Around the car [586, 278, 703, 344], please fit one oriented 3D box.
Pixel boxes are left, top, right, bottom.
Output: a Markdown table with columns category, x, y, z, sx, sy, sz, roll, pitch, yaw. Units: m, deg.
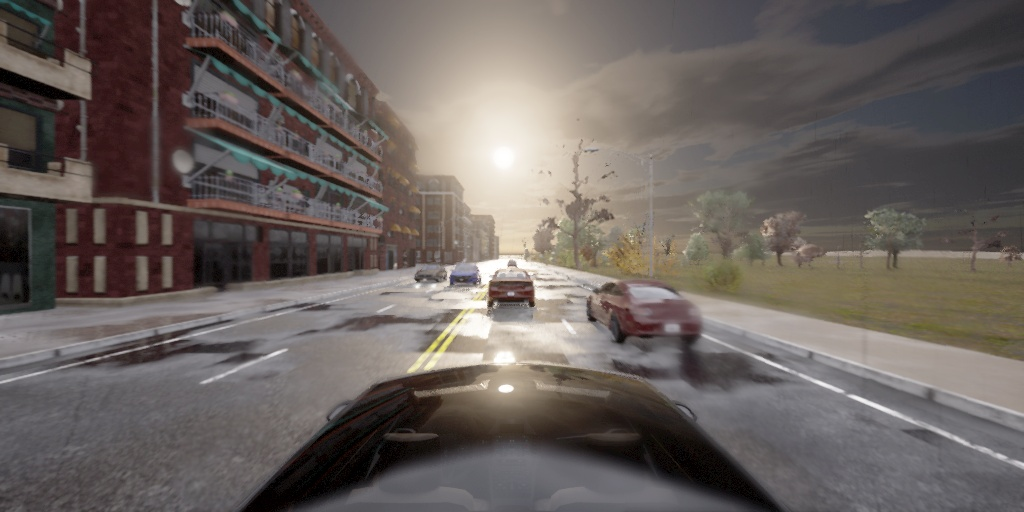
| category | x | y | z | sx | sy | sz | roll | pitch | yaw |
| --- | --- | --- | --- | --- | --- | --- | --- | --- | --- |
| car | 3.248 | 1.304 | 9.564 | 1.812 | 1.442 | 4.674 | 0 | 0 | 0 |

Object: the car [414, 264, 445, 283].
| category | x | y | z | sx | sy | sz | roll | pitch | yaw |
| --- | --- | --- | --- | --- | --- | --- | --- | --- | --- |
| car | -6.542 | 1.400 | 29.654 | 2.033 | 1.411 | 5.357 | 0 | 0 | 0 |

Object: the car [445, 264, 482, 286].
| category | x | y | z | sx | sy | sz | roll | pitch | yaw |
| --- | --- | --- | --- | --- | --- | --- | --- | --- | --- |
| car | -3.320 | 1.317 | 26.194 | 1.882 | 1.535 | 5.008 | 0 | -1 | 0 |

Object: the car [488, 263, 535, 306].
| category | x | y | z | sx | sy | sz | roll | pitch | yaw |
| --- | --- | --- | --- | --- | --- | --- | --- | --- | --- |
| car | -0.027 | 1.280 | 16.049 | 1.882 | 1.535 | 5.008 | 0 | 0 | 0 |
